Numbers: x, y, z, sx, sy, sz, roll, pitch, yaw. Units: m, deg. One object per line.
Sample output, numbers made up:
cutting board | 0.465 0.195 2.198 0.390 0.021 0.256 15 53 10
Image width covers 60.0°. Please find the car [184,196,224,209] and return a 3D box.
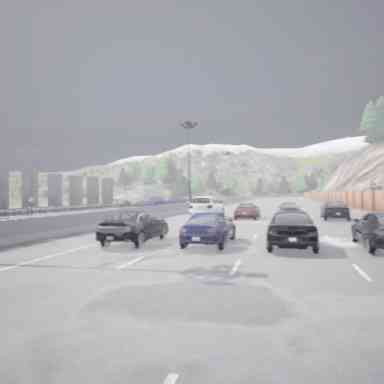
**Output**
car | 1.387 1.386 29.718 2.150 2.045 5.566 -1 0 16

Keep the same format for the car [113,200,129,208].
car | -12.165 2.098 58.882 1.812 1.442 4.674 -1 0 15

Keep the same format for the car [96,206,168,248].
car | -2.635 1.636 15.657 2.128 1.511 4.902 -1 0 15

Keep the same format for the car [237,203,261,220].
car | 4.848 1.675 29.047 1.994 1.385 4.181 -1 0 16

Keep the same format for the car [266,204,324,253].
car | 4.165 1.503 13.981 1.882 1.535 5.008 -1 0 16

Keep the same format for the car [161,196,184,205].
car | -2.620 1.605 54.065 2.150 2.045 5.566 -1 0 16

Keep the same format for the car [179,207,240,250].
car | 0.767 1.610 14.823 1.812 1.442 4.674 -1 0 16

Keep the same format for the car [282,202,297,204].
car | 8.215 1.577 28.101 1.812 1.442 4.674 -1 0 16

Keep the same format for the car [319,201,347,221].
car | 11.599 1.470 27.205 1.882 1.535 5.008 -1 0 16

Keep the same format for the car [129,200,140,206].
car | -8.758 2.076 58.108 1.994 1.385 4.181 -1 0 16

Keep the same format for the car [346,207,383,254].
car | 7.517 1.491 12.974 1.812 1.442 4.674 -1 0 16

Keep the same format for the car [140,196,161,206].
car | -6.000 1.673 54.926 2.150 2.045 5.566 -1 0 16
